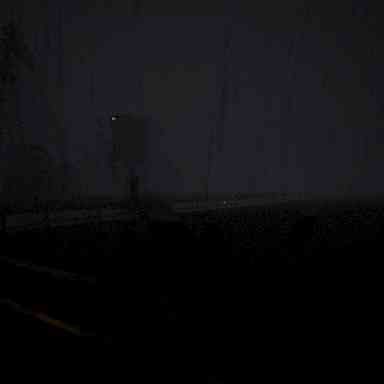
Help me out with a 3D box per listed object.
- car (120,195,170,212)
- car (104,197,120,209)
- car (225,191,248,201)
[{"bbox_3d":[-4.072,1.059,31.415,1.882,1.535,5.008,2,2,35],"label":"car"},{"bbox_3d":[-6.477,1.029,34.245,2.033,1.411,5.357,2,2,35],"label":"car"},{"bbox_3d":[7.145,0.653,53.313,1.882,1.535,5.008,2,2,36],"label":"car"}]
